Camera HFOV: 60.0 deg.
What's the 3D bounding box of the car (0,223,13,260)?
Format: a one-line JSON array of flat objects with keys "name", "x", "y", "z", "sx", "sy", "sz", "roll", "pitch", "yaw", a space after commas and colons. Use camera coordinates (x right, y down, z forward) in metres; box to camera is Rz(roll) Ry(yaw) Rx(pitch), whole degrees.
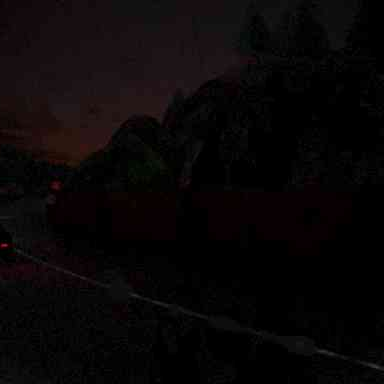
[{"name": "car", "x": -7.671, "y": 1.563, "z": 11.639, "sx": 1.812, "sy": 1.442, "sz": 4.674, "roll": 0, "pitch": 0, "yaw": -41}]
